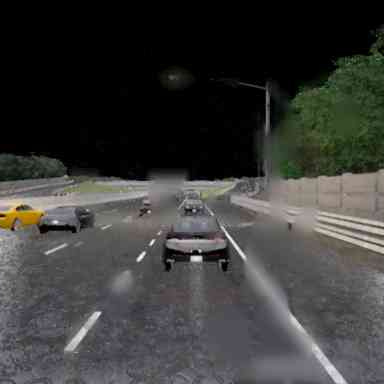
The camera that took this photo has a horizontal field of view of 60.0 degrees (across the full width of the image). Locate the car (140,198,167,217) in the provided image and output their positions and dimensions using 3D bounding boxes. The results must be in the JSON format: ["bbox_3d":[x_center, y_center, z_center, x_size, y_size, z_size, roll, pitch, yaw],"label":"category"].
[{"bbox_3d":[-3.400,1.317,29.239,1.837,1.490,4.892,0,0,0],"label":"car"}]

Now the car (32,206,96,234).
[{"bbox_3d":[-6.854,1.465,18.710,1.994,1.385,4.181,0,0,0],"label":"car"}]

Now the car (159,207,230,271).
[{"bbox_3d":[0.119,1.456,10.838,2.128,1.511,4.902,0,0,0],"label":"car"}]

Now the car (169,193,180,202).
[{"bbox_3d":[-3.151,1.040,61.718,1.837,1.490,4.892,0,0,0],"label":"car"}]

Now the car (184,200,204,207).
[{"bbox_3d":[0.222,1.385,32.336,1.895,1.301,4.718,0,0,0],"label":"car"}]

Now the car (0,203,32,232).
[{"bbox_3d":[-10.351,1.373,19.334,1.882,1.535,5.008,0,0,0],"label":"car"}]
